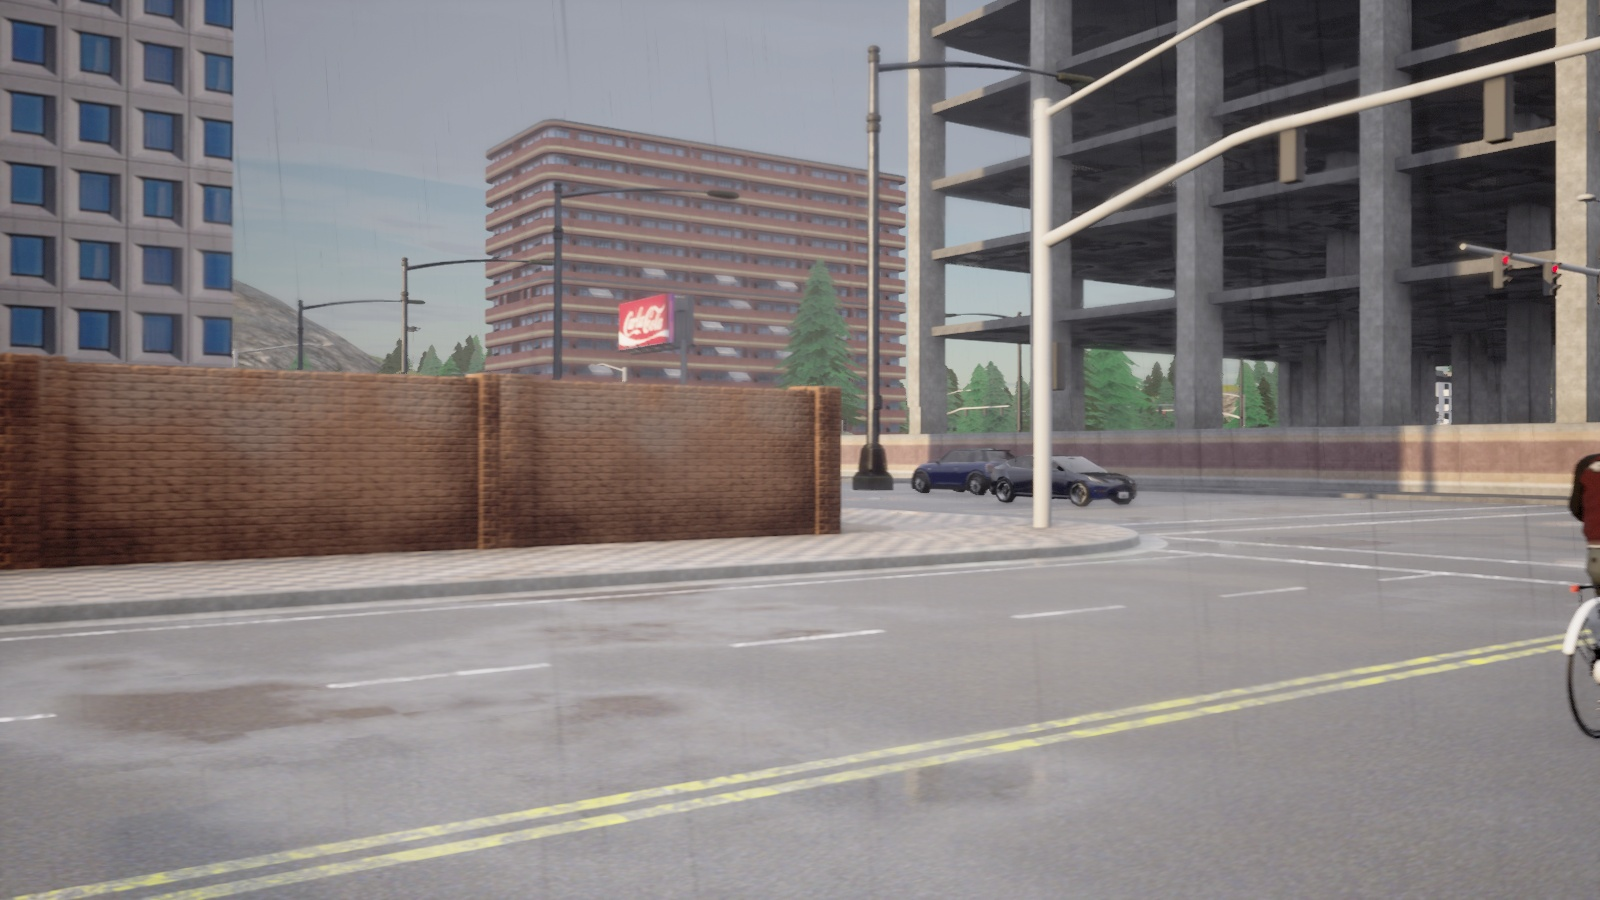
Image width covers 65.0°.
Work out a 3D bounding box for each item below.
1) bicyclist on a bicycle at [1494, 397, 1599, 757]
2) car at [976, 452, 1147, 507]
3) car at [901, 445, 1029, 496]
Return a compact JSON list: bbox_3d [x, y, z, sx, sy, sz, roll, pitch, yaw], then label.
[{"bbox_3d":[4.602,0.622,6.862,1.843,1.776,0.659,0,0,-35],"label":"bicyclist on a bicycle"},{"bbox_3d":[7.613,0.819,37.014,2.163,1.488,4.792,0,0,-34],"label":"car"},{"bbox_3d":[5.942,0.703,45.668,2.097,1.767,4.553,0,0,-34],"label":"car"}]
